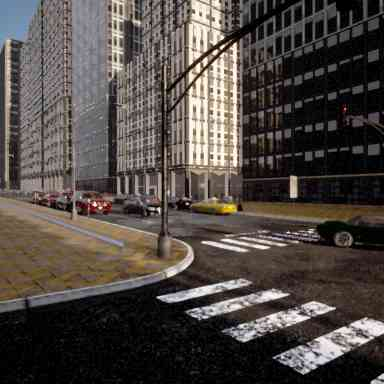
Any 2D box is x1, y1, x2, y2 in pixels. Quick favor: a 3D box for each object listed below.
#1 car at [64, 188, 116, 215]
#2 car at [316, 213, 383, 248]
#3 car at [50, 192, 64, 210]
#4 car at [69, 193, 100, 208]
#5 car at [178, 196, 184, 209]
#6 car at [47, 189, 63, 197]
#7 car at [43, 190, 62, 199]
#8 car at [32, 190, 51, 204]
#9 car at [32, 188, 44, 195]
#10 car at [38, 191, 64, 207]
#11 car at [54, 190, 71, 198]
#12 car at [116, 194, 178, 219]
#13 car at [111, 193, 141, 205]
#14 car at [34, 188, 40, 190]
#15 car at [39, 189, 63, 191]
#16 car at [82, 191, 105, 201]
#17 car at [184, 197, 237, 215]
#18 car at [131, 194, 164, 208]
[{"bbox_3d":[-8.398,0.841,27.195,2.192,1.841,5.009,1,0,-36],"label":"car"},{"bbox_3d":[7.384,1.508,12.724,4.718,1.301,1.895,1,1,32],"label":"car"},{"bbox_3d":[-11.717,0.987,31.735,1.947,1.339,4.313,1,0,-36],"label":"car"},{"bbox_3d":[-11.739,0.872,36.152,1.812,1.442,4.674,0,1,-37],"label":"car"},{"bbox_3d":[-1.641,1.066,32.145,1.947,1.339,4.313,1,0,-36],"label":"car"},{"bbox_3d":[-28.151,0.214,68.454,2.008,1.369,4.403,1,0,-36],"label":"car"},{"bbox_3d":[-25.114,0.380,59.855,2.033,1.411,5.357,0,1,-34],"label":"car"},{"bbox_3d":[-18.344,0.793,40.811,1.802,1.307,4.206,1,0,-36],"label":"car"},{"bbox_3d":[-38.089,-0.208,82.070,1.967,1.590,4.097,1,0,-36],"label":"car"},{"bbox_3d":[-15.030,0.861,36.273,1.887,1.381,4.507,1,0,-36],"label":"car"},{"bbox_3d":[-24.937,0.289,64.053,1.752,1.417,4.829,1,0,-36],"label":"car"},{"bbox_3d":[-3.497,1.100,24.849,2.128,1.511,4.902,0,1,-36],"label":"car"},{"bbox_3d":[-8.269,0.856,41.222,1.947,1.339,4.313,1,0,-36],"label":"car"},{"bbox_3d":[-34.776,-0.105,77.531,1.967,1.590,4.097,1,0,-36],"label":"car"},{"bbox_3d":[-20.919,0.661,48.877,1.994,1.385,4.181,0,1,-36],"label":"car"},{"bbox_3d":[-14.896,0.646,50.300,1.947,1.339,4.313,1,0,-36],"label":"car"},{"bbox_3d":[1.642,1.127,27.798,1.752,1.417,4.829,1,0,-36],"label":"car"},{"bbox_3d":[-4.955,0.977,36.683,1.802,1.307,4.206,1,0,-36],"label":"car"}]
